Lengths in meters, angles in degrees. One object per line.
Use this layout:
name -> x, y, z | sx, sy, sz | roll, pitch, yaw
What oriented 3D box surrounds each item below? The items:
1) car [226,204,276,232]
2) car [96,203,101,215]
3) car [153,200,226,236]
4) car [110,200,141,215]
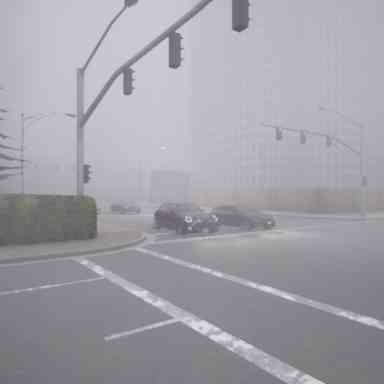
car -> 2.888, 1.494, 20.332 | 1.837, 1.490, 4.892 | 0, 0, -35
car -> -10.751, 1.495, 33.644 | 1.837, 1.490, 4.892 | 0, 0, -35
car -> -0.434, 1.342, 18.551 | 2.097, 1.767, 4.553 | 0, 0, -30
car -> -6.929, 1.513, 34.312 | 1.812, 1.442, 4.674 | 0, 0, -35
